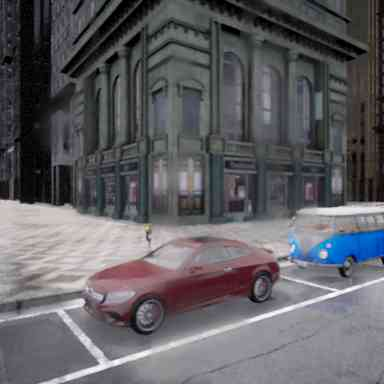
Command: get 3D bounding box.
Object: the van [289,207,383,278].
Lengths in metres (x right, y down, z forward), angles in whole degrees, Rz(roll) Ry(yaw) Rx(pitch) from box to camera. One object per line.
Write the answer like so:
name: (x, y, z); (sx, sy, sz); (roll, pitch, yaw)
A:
van: (4.604, 1.356, 9.931); (3.998, 1.788, 1.690); (0, 0, -35)

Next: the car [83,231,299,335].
car: (0.014, 1.588, 6.660); (4.206, 1.307, 1.802); (0, 0, -35)
